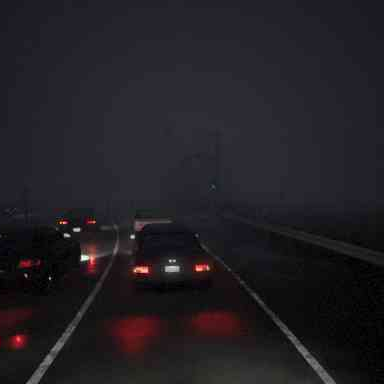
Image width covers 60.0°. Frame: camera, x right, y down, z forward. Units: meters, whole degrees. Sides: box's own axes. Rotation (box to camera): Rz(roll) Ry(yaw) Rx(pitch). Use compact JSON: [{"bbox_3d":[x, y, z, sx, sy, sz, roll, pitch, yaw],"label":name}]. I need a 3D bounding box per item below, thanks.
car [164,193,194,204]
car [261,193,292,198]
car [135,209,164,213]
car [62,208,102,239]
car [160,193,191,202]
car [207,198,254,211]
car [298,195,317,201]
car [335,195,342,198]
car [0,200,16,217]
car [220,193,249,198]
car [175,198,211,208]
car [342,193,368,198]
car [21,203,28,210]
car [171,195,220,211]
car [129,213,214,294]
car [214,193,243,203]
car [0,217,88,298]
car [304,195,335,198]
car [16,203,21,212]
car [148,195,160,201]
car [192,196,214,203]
[{"bbox_3d":[-2.594,1.221,65.024,5.566,2.045,2.150,0,0,-20],"label":"car"},{"bbox_3d":[16.836,1.222,64.545,5.566,2.045,2.150,0,0,-19],"label":"car"},{"bbox_3d":[-2.375,1.601,18.476,1.895,1.301,4.718,0,0,-12],"label":"car"},{"bbox_3d":[-5.689,1.526,17.142,1.812,1.442,4.674,0,0,-13],"label":"car"},{"bbox_3d":[-2.686,1.352,57.563,4.553,1.767,2.097,0,0,-20],"label":"car"},{"bbox_3d":[4.561,1.601,37.642,4.718,1.301,1.895,0,0,-20],"label":"car"},{"bbox_3d":[28.100,1.552,80.599,4.181,1.385,1.994,0,0,-26],"label":"car"},{"bbox_3d":[35.181,1.525,80.927,4.902,1.511,2.128,0,0,-34],"label":"car"},{"bbox_3d":[-18.845,1.554,29.205,5.357,1.411,2.033,0,0,-20],"label":"car"},{"bbox_3d":[7.074,1.221,61.066,5.566,2.045,2.150,0,0,-19],"label":"car"},{"bbox_3d":[0.149,1.601,47.214,4.718,1.301,1.895,0,0,-20],"label":"car"},{"bbox_3d":[36.387,1.225,73.328,5.566,2.045,2.150,0,0,-30],"label":"car"},{"bbox_3d":[-21.964,1.605,39.243,4.718,1.301,1.895,0,0,-20],"label":"car"},{"bbox_3d":[0.394,1.493,39.861,4.902,1.511,2.128,0,0,-20],"label":"car"},{"bbox_3d":[-0.695,1.547,8.975,2.033,1.411,5.357,0,0,-7],"label":"car"},{"bbox_3d":[7.509,1.221,68.584,5.566,2.045,2.150,0,0,-20],"label":"car"},{"bbox_3d":[-4.210,1.564,8.532,1.994,1.385,4.181,0,0,-6],"label":"car"},{"bbox_3d":[26.141,1.478,67.956,5.008,1.535,1.882,0,0,-22],"label":"car"},{"bbox_3d":[-19.826,1.510,32.573,4.892,1.490,1.837,0,0,-20],"label":"car"},{"bbox_3d":[-6.925,1.352,67.156,4.553,1.767,2.097,0,0,-20],"label":"car"},{"bbox_3d":[2.253,1.552,70.401,4.181,1.385,1.994,0,0,-20],"label":"car"}]
